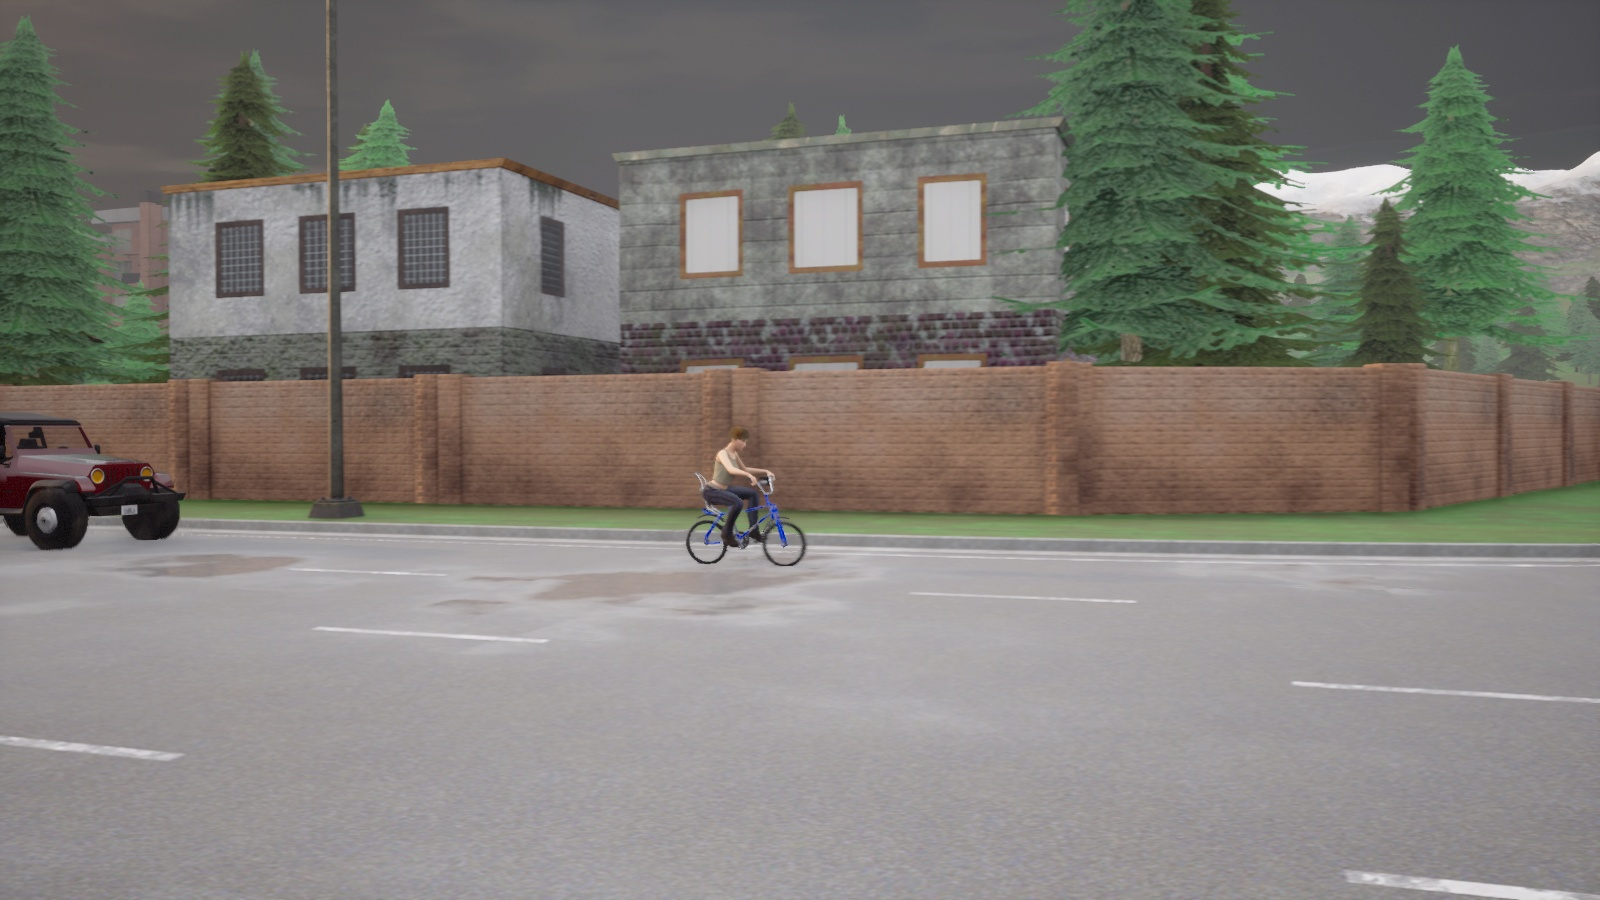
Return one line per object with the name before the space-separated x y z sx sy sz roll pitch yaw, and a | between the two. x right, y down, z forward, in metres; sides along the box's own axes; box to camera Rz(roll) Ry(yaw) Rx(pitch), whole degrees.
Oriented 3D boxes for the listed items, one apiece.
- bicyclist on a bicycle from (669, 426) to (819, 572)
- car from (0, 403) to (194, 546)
bicyclist on a bicycle | -0.636 0.529 14.488 1.509 1.612 0.866 1 1 19
car | -10.933 0.294 17.945 3.866 1.878 1.905 1 1 19
